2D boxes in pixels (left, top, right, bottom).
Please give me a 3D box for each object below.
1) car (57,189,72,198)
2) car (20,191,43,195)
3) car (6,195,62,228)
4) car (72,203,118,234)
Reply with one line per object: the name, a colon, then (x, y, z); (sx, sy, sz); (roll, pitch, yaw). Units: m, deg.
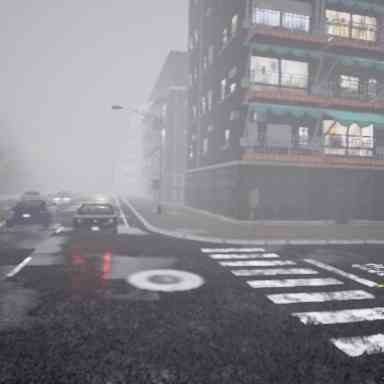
car: (-20.715, 0.227, 54.072); (1.895, 1.301, 4.718); (1, 1, -14)
car: (-15.441, 0.618, 32.225); (1.812, 1.442, 4.674); (1, 1, -14)
car: (-8.331, 1.048, 17.734); (1.994, 1.385, 4.181); (1, 1, -14)
car: (-4.623, 1.200, 16.258); (1.895, 1.301, 4.718); (1, 1, -14)
